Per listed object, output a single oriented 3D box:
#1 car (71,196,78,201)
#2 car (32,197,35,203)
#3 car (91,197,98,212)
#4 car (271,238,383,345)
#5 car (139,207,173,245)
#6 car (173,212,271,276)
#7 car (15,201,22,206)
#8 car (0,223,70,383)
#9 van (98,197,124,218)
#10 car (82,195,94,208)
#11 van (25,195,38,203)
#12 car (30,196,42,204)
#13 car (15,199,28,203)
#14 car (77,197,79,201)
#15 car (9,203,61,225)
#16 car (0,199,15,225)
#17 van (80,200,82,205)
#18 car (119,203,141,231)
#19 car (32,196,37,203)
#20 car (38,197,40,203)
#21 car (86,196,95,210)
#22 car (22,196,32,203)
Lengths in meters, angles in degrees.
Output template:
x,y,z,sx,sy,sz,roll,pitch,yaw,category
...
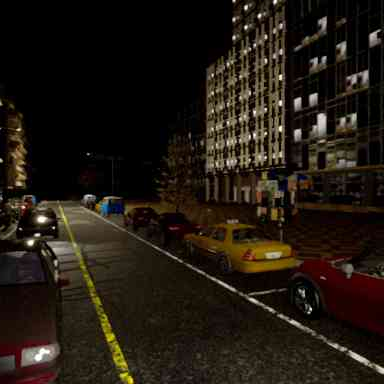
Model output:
x,y,z,sx,sy,sz,roll,pitch,yaw,category
-30.559,1.621,86.750,1.887,1.381,4.507,-1,0,-23,car
-19.253,1.577,37.592,1.947,1.339,4.313,0,0,-23,car
-9.460,1.533,35.852,1.752,1.417,4.829,0,0,-23,car
3.301,1.440,5.063,1.967,1.590,4.097,0,0,-23,car
-0.931,1.582,15.275,1.802,1.307,4.206,0,0,-23,car
1.120,1.526,10.326,1.752,1.417,4.829,0,0,-23,car
-12.904,1.553,22.277,2.008,1.369,4.403,0,0,-23,car
-3.118,1.547,5.455,2.033,1.411,5.357,0,0,-22,car
-7.281,1.346,30.590,1.690,1.788,3.998,0,0,-23,van
-13.629,1.457,45.906,1.967,1.590,4.097,0,0,-23,car
-23.488,1.363,47.803,1.690,1.788,3.998,0,0,-23,van
-31.951,1.615,68.225,1.947,1.339,4.313,0,0,-23,car
-15.021,1.555,27.382,2.008,1.369,4.403,0,0,-23,car
-17.926,1.554,56.274,1.752,1.417,4.829,0,0,-23,car
-7.972,1.548,17.417,2.033,1.411,5.357,0,0,-23,car
-10.790,1.316,17.170,2.192,1.841,5.009,0,0,-23,car
-15.747,1.364,51.012,1.690,1.788,3.998,0,0,-23,van
-3.047,1.583,20.379,1.802,1.307,4.206,0,0,-23,car
-21.370,1.561,42.698,1.887,1.381,4.507,0,0,-23,car
-25.602,1.610,52.908,1.802,1.307,4.206,0,0,-23,car
-11.512,1.578,40.802,1.947,1.339,4.313,0,0,-23,car
-17.137,1.447,32.486,1.967,1.590,4.097,0,0,-23,car
